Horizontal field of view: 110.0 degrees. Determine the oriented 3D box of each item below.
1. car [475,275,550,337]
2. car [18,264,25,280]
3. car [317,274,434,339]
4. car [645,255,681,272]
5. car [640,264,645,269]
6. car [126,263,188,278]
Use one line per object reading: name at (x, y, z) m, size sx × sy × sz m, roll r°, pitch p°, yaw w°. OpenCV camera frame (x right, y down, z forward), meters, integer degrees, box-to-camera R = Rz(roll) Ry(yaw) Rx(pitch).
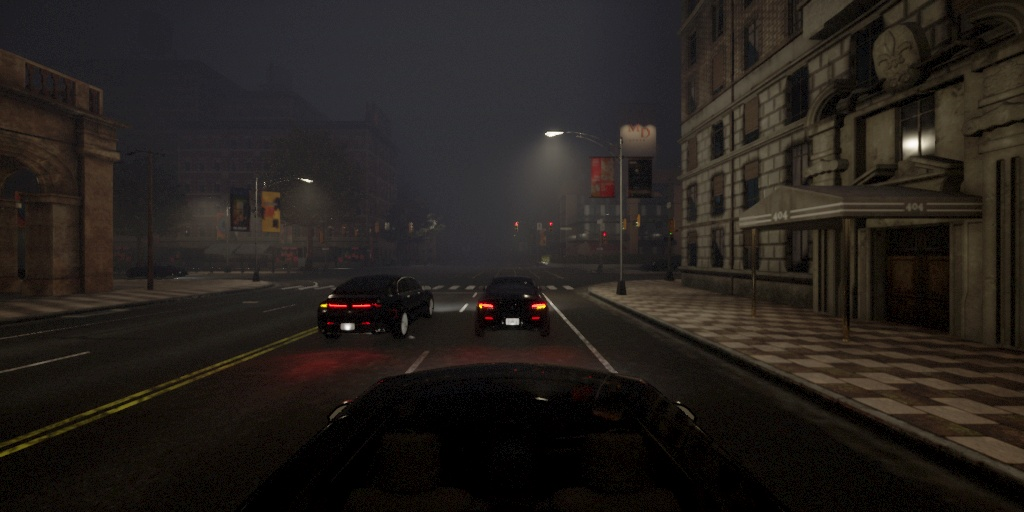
car at (0.007, 1.271, 10.155) m, size 1.812 × 1.442 × 4.674 m, roll 0°, pitch 0°, yaw 0°
car at (-47.730, 1.258, 32.403) m, size 4.674 × 1.442 × 1.812 m, roll 0°, pitch 0°, yaw 0°
car at (-3.494, 1.250, 10.035) m, size 1.837 × 1.490 × 4.892 m, roll 0°, pitch 0°, yaw 0°
car at (19.992, 0.947, 44.331) m, size 5.566 × 2.045 × 2.150 m, roll 0°, pitch 0°, yaw 1°
car at (19.999, 1.270, 47.847) m, size 5.357 × 1.411 × 2.033 m, roll 0°, pitch 0°, yaw 0°
car at (-32.031, 1.296, 32.453) m, size 4.181 × 1.385 × 1.994 m, roll 0°, pitch 0°, yaw 0°
